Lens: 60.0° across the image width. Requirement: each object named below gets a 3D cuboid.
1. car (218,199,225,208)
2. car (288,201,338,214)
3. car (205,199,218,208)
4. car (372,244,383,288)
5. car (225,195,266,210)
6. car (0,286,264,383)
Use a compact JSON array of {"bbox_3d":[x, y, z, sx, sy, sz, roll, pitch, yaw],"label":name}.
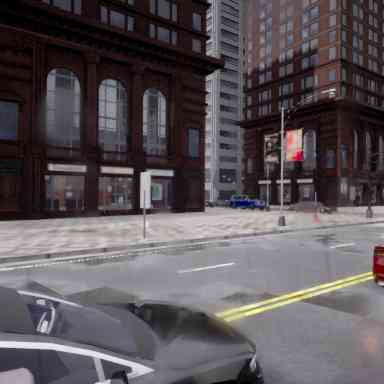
[{"bbox_3d":[4.266,1.871,55.474,1.994,1.385,4.181,1,-1,-35],"label":"car"},{"bbox_3d":[13.390,1.725,37.122,2.033,1.411,5.357,1,-1,-35],"label":"car"},{"bbox_3d":[1.694,1.834,53.592,1.994,1.385,4.181,1,-1,-35],"label":"car"},{"bbox_3d":[6.260,1.489,7.897,5.008,1.535,1.882,0,0,-35],"label":"car"},{"bbox_3d":[7.512,1.445,45.399,2.150,2.045,5.566,1,-1,-35],"label":"car"},{"bbox_3d":[-1.569,1.492,2.326,4.902,1.511,2.128,0,0,-35],"label":"car"}]
